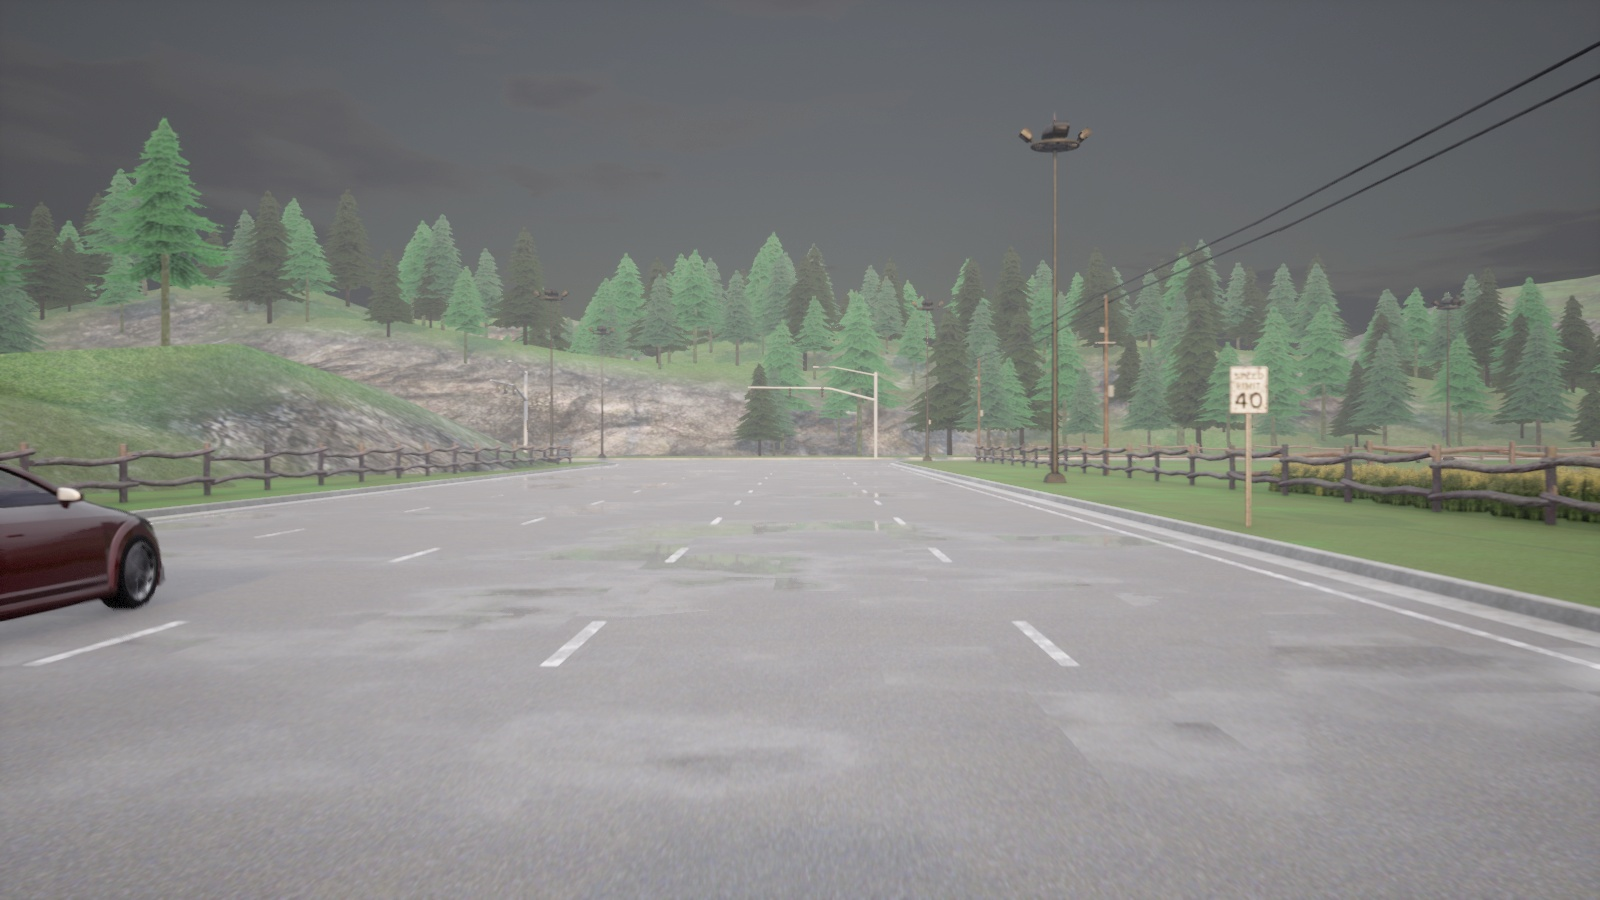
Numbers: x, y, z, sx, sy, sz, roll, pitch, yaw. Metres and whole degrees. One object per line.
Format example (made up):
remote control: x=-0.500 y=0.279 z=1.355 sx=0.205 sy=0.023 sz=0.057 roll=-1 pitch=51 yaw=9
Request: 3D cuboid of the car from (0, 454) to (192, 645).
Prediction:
car: x=-6.927 y=0.749 z=10.127 sx=1.994 sy=1.385 sz=4.181 roll=0 pitch=0 yaw=0
